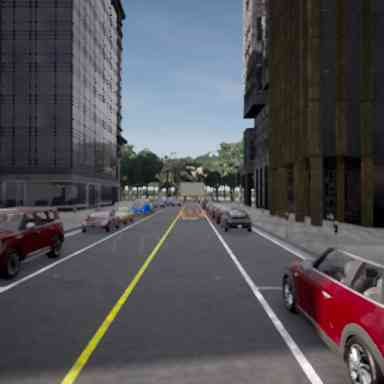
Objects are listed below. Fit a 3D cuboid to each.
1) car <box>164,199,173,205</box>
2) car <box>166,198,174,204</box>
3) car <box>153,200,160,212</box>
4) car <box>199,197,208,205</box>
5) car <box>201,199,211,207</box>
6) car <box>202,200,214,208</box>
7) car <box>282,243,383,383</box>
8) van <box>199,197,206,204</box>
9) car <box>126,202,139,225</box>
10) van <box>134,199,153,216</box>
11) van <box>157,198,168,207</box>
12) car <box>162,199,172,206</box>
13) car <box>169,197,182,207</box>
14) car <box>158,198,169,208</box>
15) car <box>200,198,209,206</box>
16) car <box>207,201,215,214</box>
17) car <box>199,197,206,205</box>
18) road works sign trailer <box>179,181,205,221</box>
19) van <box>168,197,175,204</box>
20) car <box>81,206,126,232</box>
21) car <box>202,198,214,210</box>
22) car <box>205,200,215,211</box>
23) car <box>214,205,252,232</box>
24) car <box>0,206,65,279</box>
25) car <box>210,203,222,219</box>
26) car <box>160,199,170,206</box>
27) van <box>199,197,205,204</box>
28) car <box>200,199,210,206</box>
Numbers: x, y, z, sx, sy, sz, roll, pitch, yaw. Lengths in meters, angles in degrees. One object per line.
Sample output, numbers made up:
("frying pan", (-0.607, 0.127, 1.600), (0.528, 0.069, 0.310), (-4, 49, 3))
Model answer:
("car", (-5.737, 2.366, 81.099), (1.752, 1.417, 4.829), (0, -1, 0))
("car", (-5.735, 2.342, 86.707), (1.967, 1.590, 4.097), (0, -1, 0))
("car", (-5.749, 1.992, 43.208), (2.008, 1.369, 4.403), (0, -1, 0))
("car", (2.788, 2.157, 81.268), (2.192, 1.841, 5.009), (0, -1, 0))
("car", (2.783, 2.194, 65.124), (1.752, 1.417, 4.829), (0, -1, 0))
("car", (2.781, 2.161, 59.516), (2.008, 1.369, 4.403), (0, -1, 0))
("car", (2.763, 1.493, 5.145), (1.967, 1.590, 4.097), (0, -1, 0))
("van", (2.790, 2.242, 86.705), (1.690, 1.788, 3.998), (0, -1, 0))
("car", (-5.755, 1.797, 26.726), (1.752, 1.417, 4.829), (0, -1, 0))
("van", (-5.751, 1.726, 37.773), (1.690, 1.788, 3.998), (0, -1, 0))
("van", (-5.742, 2.009, 64.959), (1.690, 1.788, 3.998), (0, -1, 0))
("car", (-5.739, 2.350, 75.831), (1.947, 1.339, 4.313), (0, -1, 0))
("car", (-3.004, 2.169, 64.778), (1.837, 1.490, 4.892), (0, -1, 1))
("car", (-5.744, 2.177, 59.519), (1.947, 1.339, 4.313), (0, -1, 0))
("car", (2.786, 2.223, 75.829), (1.967, 1.590, 4.097), (0, -1, 0))
("car", (2.772, 1.873, 32.330), (1.887, 1.381, 4.507), (0, -1, 0))
("car", (2.779, 1.868, 54.082), (2.192, 1.841, 5.009), (0, -1, 0))
("road works sign trailer", (0.010, 0.780, 31.047), (2.380, 3.560, 2.880), (0, -1, 0))
("van", (-5.733, 2.302, 92.145), (1.690, 1.788, 3.998), (0, -1, 0))
("car", (-5.756, 1.800, 21.458), (1.802, 1.307, 4.206), (0, -1, 0))
("car", (2.778, 2.023, 48.812), (1.752, 1.417, 4.829), (0, -1, 0))
("car", (2.774, 1.911, 37.938), (1.752, 1.417, 4.829), (0, -1, 0))
("car", (2.769, 1.768, 21.455), (2.008, 1.369, 4.403), (0, -1, 0))
("car", (-5.760, 1.423, 10.586), (2.192, 1.841, 5.009), (0, -1, 0))
("car", (2.771, 1.817, 26.893), (1.887, 1.381, 4.507), (0, -1, 0))
("car", (-5.740, 2.249, 70.225), (1.752, 1.417, 4.829), (0, -1, 0))
("van", (2.792, 2.301, 92.142), (1.690, 1.788, 3.998), (0, -1, 0))
("car", (2.785, 2.270, 70.391), (1.887, 1.381, 4.507), (0, -1, 0))
